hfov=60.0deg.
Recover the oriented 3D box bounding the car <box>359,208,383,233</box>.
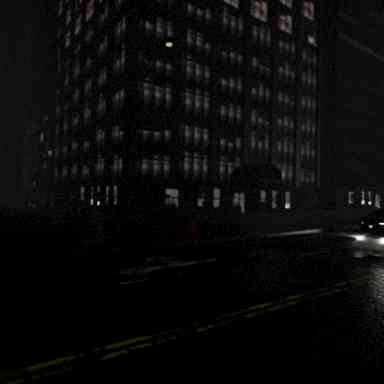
[{"bbox_3d":[12.146,1.732,20.336,4.892,1.490,1.837,1,0,-35],"label":"car"}]
